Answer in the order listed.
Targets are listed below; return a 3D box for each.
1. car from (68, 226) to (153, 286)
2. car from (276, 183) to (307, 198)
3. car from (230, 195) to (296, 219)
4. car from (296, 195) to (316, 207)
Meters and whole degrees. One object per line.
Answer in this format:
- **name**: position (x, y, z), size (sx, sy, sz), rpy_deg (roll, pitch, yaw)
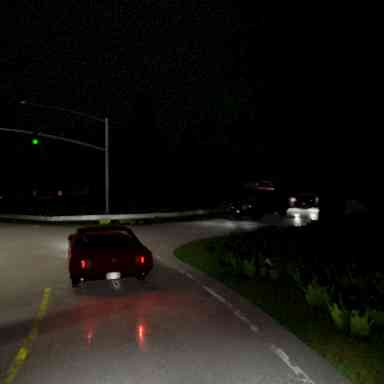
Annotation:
- **car**: position (-2.576, 1.629, 9.630), size (1.895, 1.301, 4.718), rpy_deg (0, 0, -21)
- **car**: position (13.085, -0.275, 43.980), size (1.882, 1.535, 5.008), rpy_deg (0, 5, -9)
- **car**: position (5.477, 0.962, 26.268), size (5.566, 2.045, 2.150), rpy_deg (-3, 2, -40)
- **car**: position (11.569, 0.653, 34.054), size (1.812, 1.442, 4.674), rpy_deg (0, 4, 22)
